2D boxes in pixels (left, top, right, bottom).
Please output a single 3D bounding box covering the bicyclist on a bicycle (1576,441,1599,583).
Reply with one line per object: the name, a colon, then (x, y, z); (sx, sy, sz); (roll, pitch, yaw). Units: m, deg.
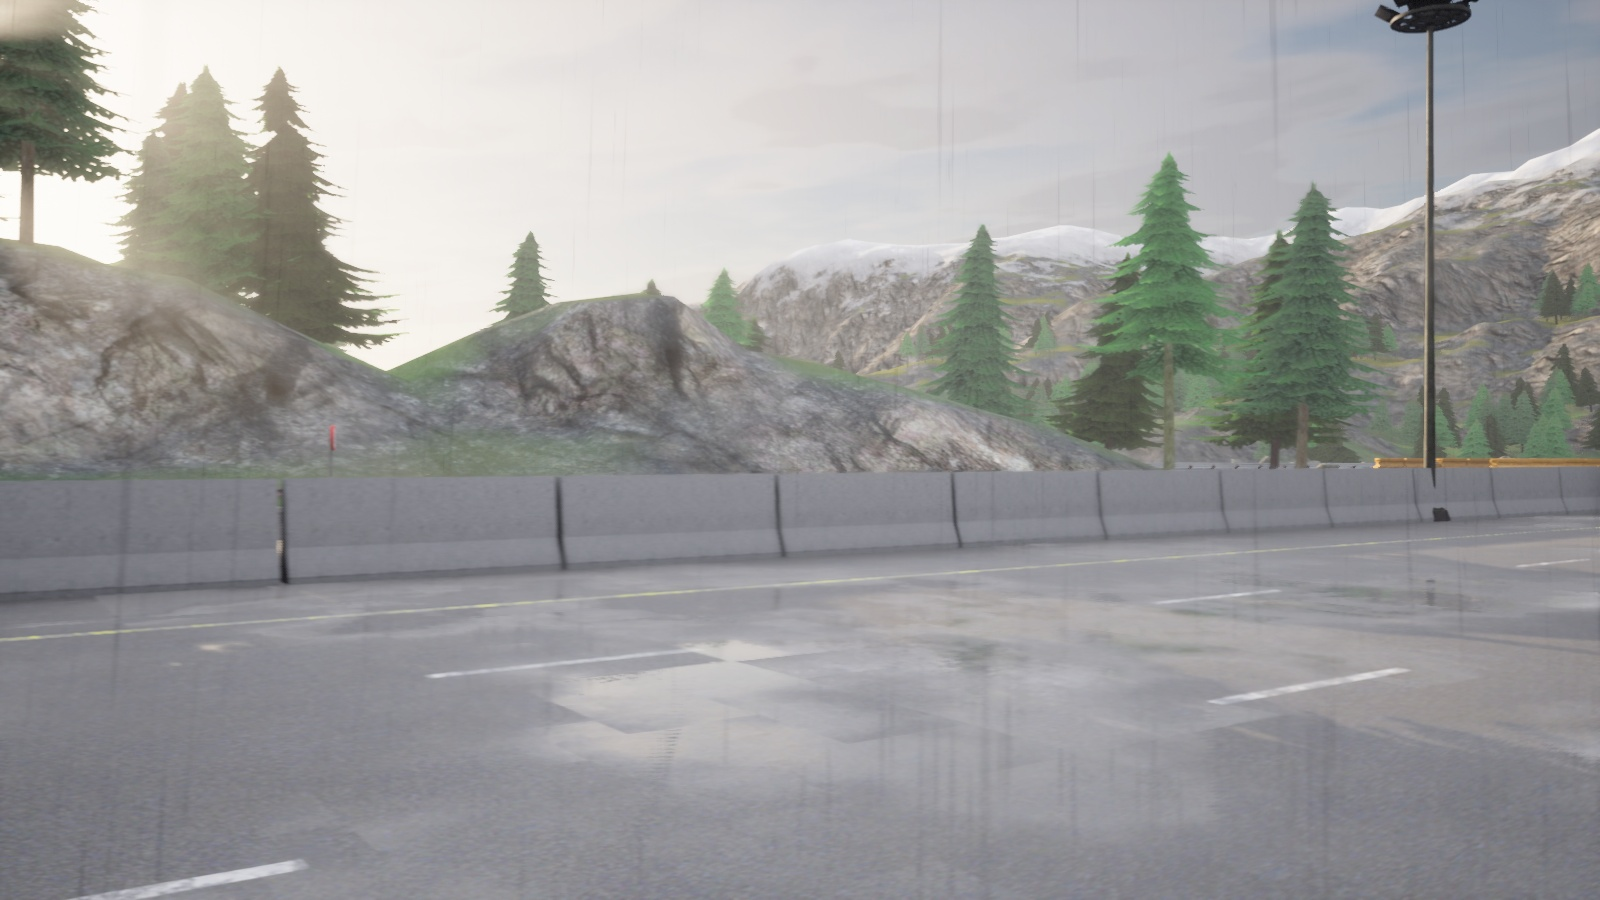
bicyclist on a bicycle: (9.834, 0.713, 14.768); (1.656, 1.620, 0.582); (1, -1, -35)
